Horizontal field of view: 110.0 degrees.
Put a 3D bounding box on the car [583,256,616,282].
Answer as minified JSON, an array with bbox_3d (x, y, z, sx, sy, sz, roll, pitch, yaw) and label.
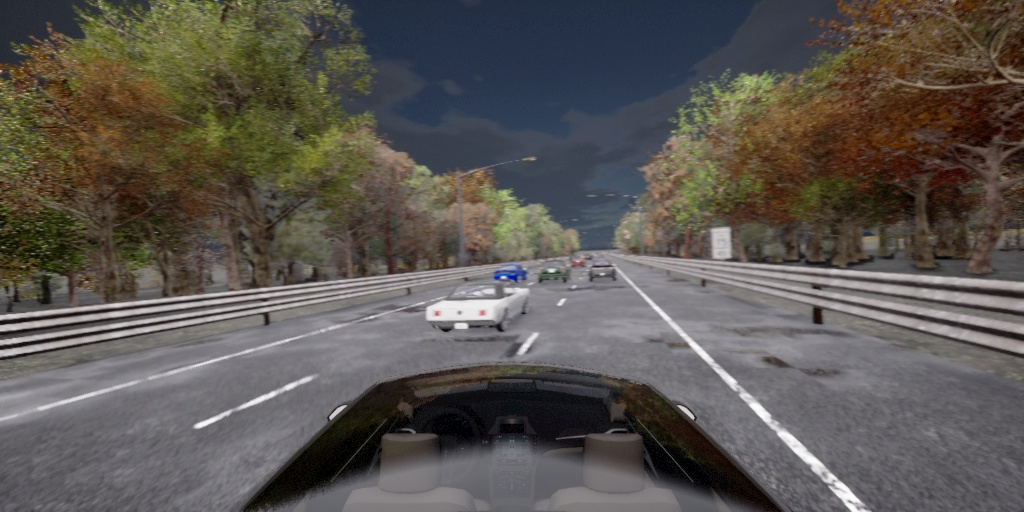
[{"bbox_3d":[6.774,1.040,26.930,2.128,1.511,4.902,-3,0,14],"label":"car"}]

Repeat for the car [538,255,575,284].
[{"bbox_3d":[3.349,1.088,27.679,2.097,1.767,4.553,-3,0,14],"label":"car"}]

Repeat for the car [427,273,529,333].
[{"bbox_3d":[-0.748,1.453,11.182,1.895,1.301,4.718,-3,0,14],"label":"car"}]

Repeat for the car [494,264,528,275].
[{"bbox_3d":[-0.007,1.400,28.636,1.882,1.535,5.008,-3,0,14],"label":"car"}]

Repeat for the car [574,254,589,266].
[{"bbox_3d":[10.378,0.874,55.888,2.097,1.767,4.553,-3,0,14],"label":"car"}]

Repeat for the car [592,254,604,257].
[{"bbox_3d":[13.317,0.897,53.184,2.033,1.411,5.357,-3,0,14],"label":"car"}]
